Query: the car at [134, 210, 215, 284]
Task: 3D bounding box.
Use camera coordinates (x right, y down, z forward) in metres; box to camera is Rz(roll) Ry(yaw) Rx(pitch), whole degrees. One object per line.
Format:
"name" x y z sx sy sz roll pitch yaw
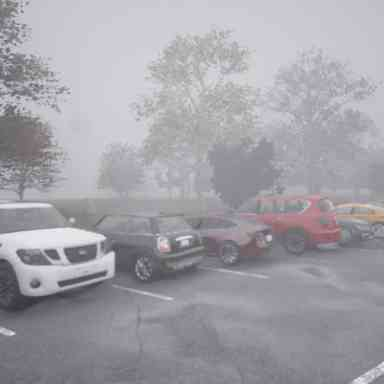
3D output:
"car" -1.923 1.353 9.793 4.553 1.767 2.185 -1 0 35

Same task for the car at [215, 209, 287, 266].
"car" 0.465 1.490 11.528 4.792 1.488 2.163 -1 0 35

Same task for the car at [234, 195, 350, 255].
"car" 2.905 1.180 13.223 5.566 2.045 2.435 -1 0 35

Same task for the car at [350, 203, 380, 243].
"car" 5.385 1.392 14.902 4.892 1.521 2.231 -1 -1 35

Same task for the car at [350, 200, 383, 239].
"car" 7.846 1.341 16.563 5.008 1.535 2.097 -1 0 36

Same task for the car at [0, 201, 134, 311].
"car" -4.353 1.236 8.085 5.566 2.045 2.435 -1 -1 35
